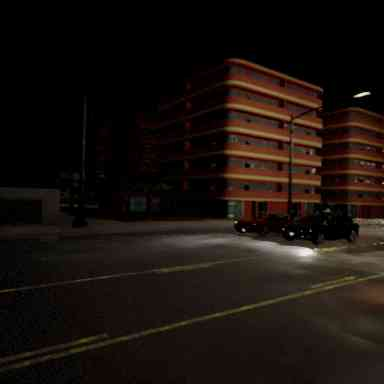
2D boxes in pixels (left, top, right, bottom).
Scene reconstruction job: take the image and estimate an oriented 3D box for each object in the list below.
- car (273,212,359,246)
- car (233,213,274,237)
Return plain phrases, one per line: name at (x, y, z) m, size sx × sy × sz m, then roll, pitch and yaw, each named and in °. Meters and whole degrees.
car at (6.728, 1.836, 17.209) m, size 4.892 × 1.490 × 1.837 m, roll 3°, pitch -1°, yaw -35°
car at (4.753, 1.926, 20.099) m, size 4.718 × 1.301 × 1.895 m, roll 3°, pitch -1°, yaw -35°
